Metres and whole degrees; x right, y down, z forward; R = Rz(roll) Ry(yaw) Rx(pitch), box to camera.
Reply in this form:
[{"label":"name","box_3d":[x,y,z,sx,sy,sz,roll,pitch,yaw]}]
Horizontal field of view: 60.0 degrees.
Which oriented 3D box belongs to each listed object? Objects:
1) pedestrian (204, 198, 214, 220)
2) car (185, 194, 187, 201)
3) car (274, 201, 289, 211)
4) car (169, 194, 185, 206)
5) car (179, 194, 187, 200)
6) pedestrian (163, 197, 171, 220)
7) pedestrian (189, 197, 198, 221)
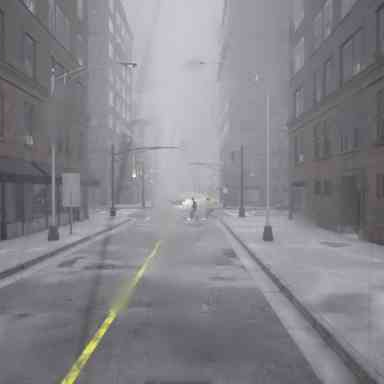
[{"label":"pedestrian","box_3d":[1.336,1.269,25.887,0.375,1.860,0.375,0,0,0]},{"label":"car","box_3d":[-2.410,1.394,69.695,1.812,1.442,4.674,0,0,0]},{"label":"car","box_3d":[11.998,1.647,39.993,4.206,1.307,1.802,1,0,1]},{"label":"car","box_3d":[-2.629,1.263,54.497,2.097,1.767,4.553,0,0,1]},{"label":"car","box_3d":[-2.273,1.197,85.811,1.812,1.442,4.674,0,0,0]},{"label":"pedestrian","box_3d":[-1.979,1.268,26.515,0.375,1.860,0.375,0,0,0]},{"label":"pedestrian","box_3d":[0.089,1.270,25.298,0.375,1.860,0.375,0,0,0]}]
